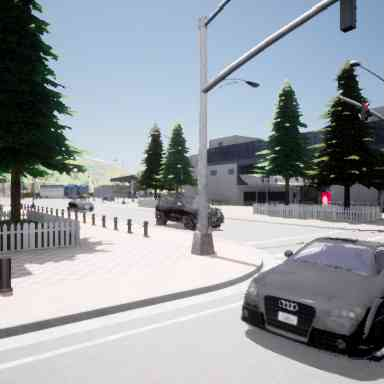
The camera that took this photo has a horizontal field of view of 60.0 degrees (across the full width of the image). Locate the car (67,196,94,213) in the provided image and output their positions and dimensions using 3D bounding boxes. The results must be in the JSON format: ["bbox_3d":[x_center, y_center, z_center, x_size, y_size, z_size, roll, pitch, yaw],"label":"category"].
[{"bbox_3d":[-12.680,1.507,37.790,2.128,1.511,4.902,0,0,-37],"label":"car"}]

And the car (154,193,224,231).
[{"bbox_3d":[-0.347,1.236,21.365,2.150,2.045,5.566,0,0,-36],"label":"car"}]

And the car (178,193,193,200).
[{"bbox_3d":[-1.777,1.092,88.029,1.905,1.878,3.866,0,0,-37],"label":"car"}]

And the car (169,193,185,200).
[{"bbox_3d":[-3.867,1.113,85.969,1.932,1.855,4.605,0,0,-37],"label":"car"}]

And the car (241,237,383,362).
[{"bbox_3d":[2.743,1.564,6.010,4.181,1.385,1.994,0,0,-45],"label":"car"}]

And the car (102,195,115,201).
[{"bbox_3d":[-18.885,1.389,75.023,1.845,1.501,3.633,0,0,-37],"label":"car"}]

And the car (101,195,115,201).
[{"bbox_3d":[-20.905,1.399,82.760,1.970,1.475,3.806,0,0,-37],"label":"car"}]
